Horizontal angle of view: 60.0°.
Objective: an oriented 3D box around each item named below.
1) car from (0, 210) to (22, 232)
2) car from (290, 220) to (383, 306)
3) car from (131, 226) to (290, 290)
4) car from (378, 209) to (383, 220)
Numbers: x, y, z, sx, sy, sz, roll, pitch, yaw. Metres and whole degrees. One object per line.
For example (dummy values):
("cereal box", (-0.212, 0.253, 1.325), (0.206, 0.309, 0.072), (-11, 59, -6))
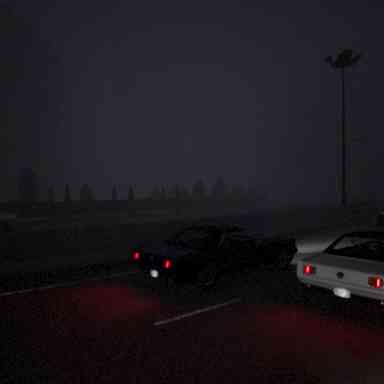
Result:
("car", (-11.505, 1.570, 17.415), (4.674, 1.442, 1.812), (0, 0, -37))
("car", (4.466, 1.559, 7.573), (4.718, 1.301, 1.895), (0, 0, -40))
("car", (0.840, 1.580, 9.081), (4.718, 1.301, 1.895), (0, 0, -39))
("car", (13.677, 1.435, 21.820), (1.994, 1.385, 4.181), (0, 0, 41))
